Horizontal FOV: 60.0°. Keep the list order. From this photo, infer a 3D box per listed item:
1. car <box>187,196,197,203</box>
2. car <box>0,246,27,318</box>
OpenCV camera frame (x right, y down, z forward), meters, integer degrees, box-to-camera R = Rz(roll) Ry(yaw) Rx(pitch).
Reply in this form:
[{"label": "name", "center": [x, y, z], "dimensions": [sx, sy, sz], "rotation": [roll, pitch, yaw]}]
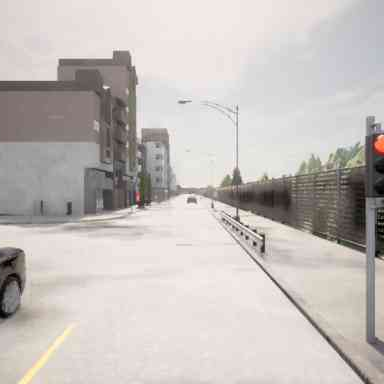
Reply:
[{"label": "car", "center": [0.001, 1.525, 70.009], "dimensions": [1.812, 1.442, 4.674], "rotation": [0, 0, 0]}, {"label": "car", "center": [-4.154, 1.477, 4.549], "dimensions": [1.882, 1.535, 5.008], "rotation": [0, 0, -1]}]
